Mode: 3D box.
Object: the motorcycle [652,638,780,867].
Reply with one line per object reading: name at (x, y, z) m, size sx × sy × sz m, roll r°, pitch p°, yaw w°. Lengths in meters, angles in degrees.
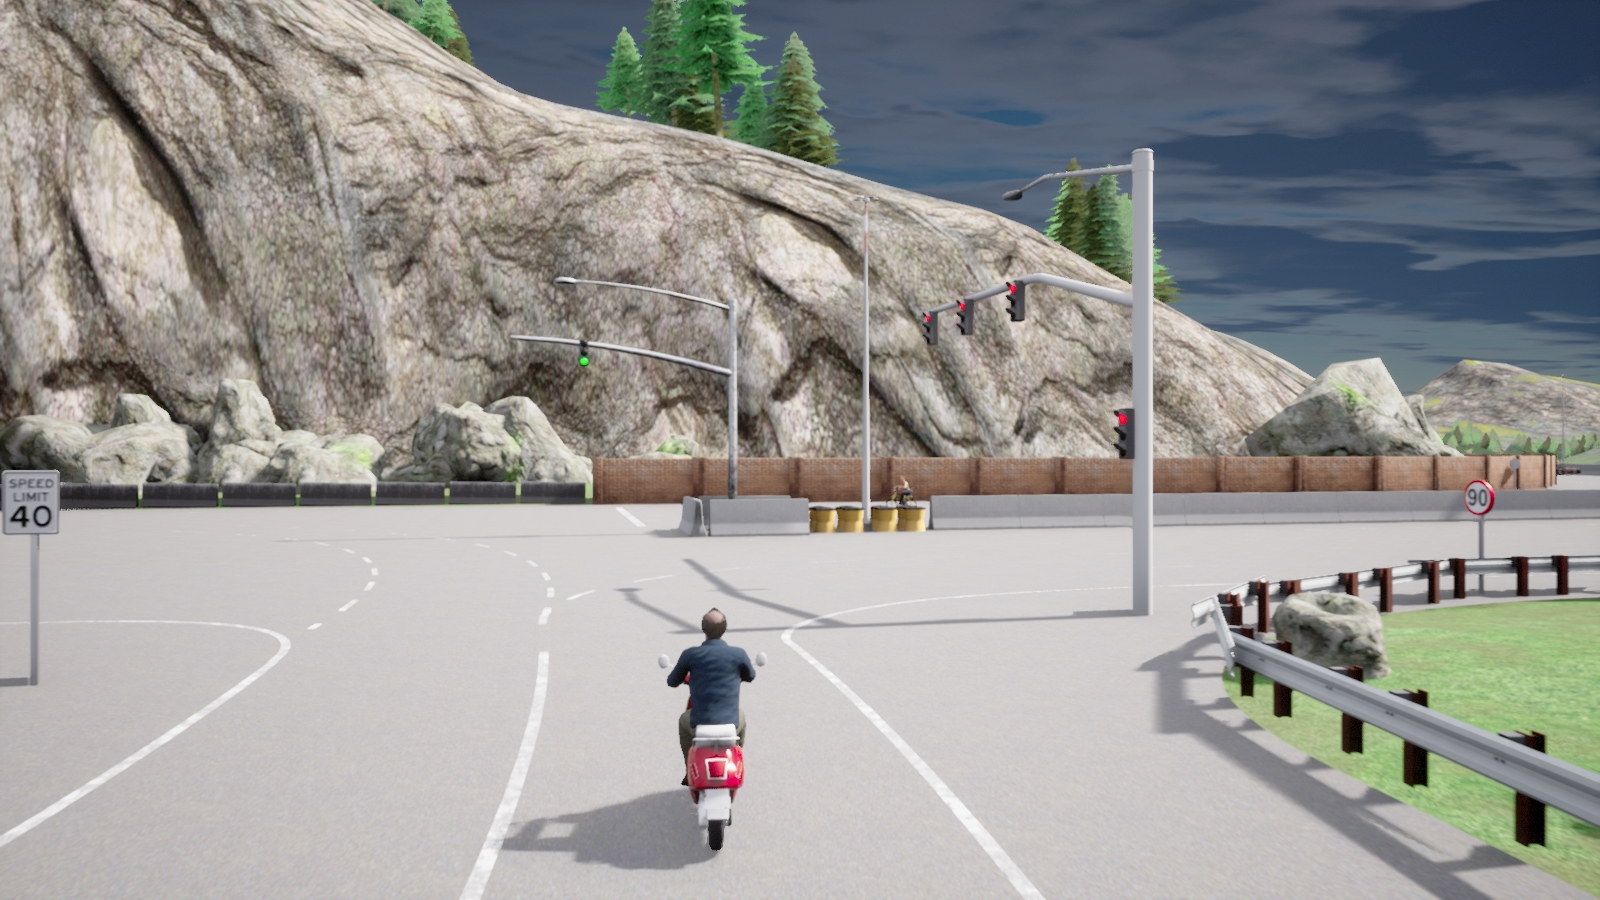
motorcycle at (-0.660, 2.184, 8.603) m, size 0.856 × 1.236 × 1.805 m, roll 0°, pitch 0°, yaw -6°
